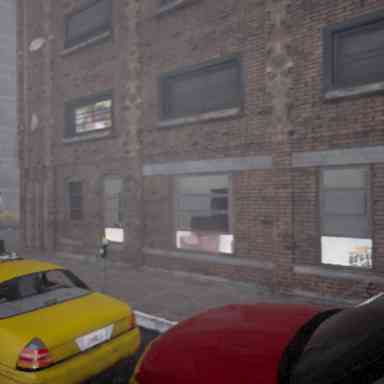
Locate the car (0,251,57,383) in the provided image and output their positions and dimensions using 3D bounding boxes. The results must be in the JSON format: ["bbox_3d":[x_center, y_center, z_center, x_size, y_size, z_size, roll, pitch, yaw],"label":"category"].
[{"bbox_3d":[-2.933,1.580,4.972,4.829,1.417,1.752,-1,-1,36],"label":"car"}]

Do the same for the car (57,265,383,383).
[{"bbox_3d":[1.828,1.308,1.573,5.009,1.841,2.192,-1,-1,36],"label":"car"}]

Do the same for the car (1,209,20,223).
[{"bbox_3d":[-18.652,2.186,30.881,1.752,1.417,4.829,-2,-2,35],"label":"car"}]
